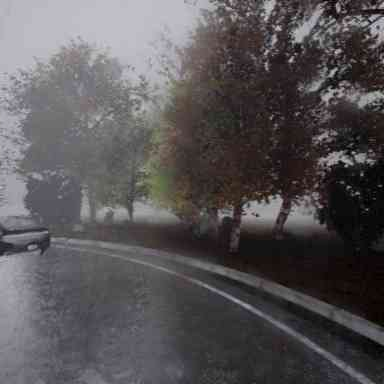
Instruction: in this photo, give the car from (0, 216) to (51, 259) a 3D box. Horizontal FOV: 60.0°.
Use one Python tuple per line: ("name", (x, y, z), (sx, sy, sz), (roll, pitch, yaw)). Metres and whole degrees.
("car", (-7.252, 1.655, 12.400), (4.902, 1.511, 2.128), (-1, 0, 35))
